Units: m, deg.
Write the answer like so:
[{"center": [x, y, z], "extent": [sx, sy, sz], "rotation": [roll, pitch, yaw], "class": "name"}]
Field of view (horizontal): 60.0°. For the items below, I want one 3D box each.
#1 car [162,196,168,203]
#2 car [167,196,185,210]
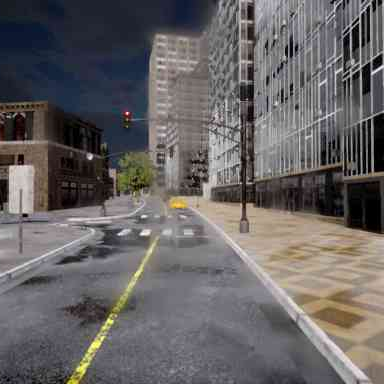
[{"center": [-5.341, 1.511, 71.459], "extent": [1.812, 1.442, 4.674], "rotation": [0, 0, -8], "class": "car"}, {"center": [-1.903, 1.474, 42.752], "extent": [1.882, 1.535, 5.008], "rotation": [0, 0, -5], "class": "car"}]
